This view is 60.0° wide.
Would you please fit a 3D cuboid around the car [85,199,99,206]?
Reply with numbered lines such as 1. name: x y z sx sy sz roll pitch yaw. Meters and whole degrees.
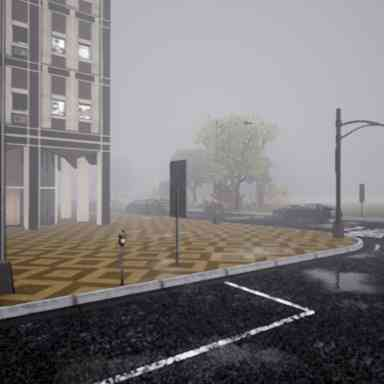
1. car: -23.013 2.343 76.459 1.967 1.590 4.097 -1 0 -36

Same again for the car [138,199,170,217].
1. car: -3.369 1.657 35.760 2.192 1.841 5.009 -1 0 -36

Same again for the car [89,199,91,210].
1. car: -16.308 2.192 53.780 1.802 1.307 4.206 -1 0 -36

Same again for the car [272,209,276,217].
1. car: 9.608 1.817 31.668 1.802 1.307 4.206 -1 0 -36

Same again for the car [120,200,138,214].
1. car: -6.583 1.975 40.277 1.947 1.339 4.313 -1 0 -36

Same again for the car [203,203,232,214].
1. car: 3.074 1.950 40.622 1.802 1.307 4.206 -1 0 -36

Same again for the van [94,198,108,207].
1. van: -19.763 2.177 71.973 1.690 1.788 3.998 -1 0 -36

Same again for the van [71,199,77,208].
1. van: -19.567 2.018 58.273 1.690 1.788 3.998 -1 0 -36

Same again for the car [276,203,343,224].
1. car: 9.678 1.673 26.995 2.128 1.511 4.902 0 -1 -36

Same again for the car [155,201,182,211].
1. car: -3.503 2.052 49.540 2.008 1.369 4.403 -1 0 -36

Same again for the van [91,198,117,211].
1. van: -13.057 1.884 49.290 1.690 1.788 3.998 -1 0 -36

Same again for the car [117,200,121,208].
1. car: -14.400 2.153 60.219 1.882 1.535 5.008 0 -1 -36
